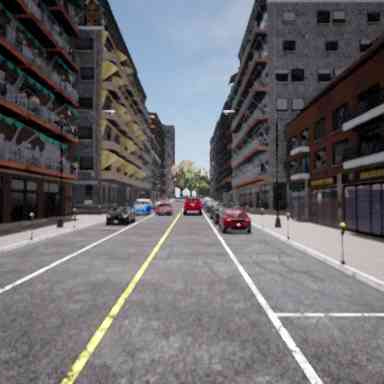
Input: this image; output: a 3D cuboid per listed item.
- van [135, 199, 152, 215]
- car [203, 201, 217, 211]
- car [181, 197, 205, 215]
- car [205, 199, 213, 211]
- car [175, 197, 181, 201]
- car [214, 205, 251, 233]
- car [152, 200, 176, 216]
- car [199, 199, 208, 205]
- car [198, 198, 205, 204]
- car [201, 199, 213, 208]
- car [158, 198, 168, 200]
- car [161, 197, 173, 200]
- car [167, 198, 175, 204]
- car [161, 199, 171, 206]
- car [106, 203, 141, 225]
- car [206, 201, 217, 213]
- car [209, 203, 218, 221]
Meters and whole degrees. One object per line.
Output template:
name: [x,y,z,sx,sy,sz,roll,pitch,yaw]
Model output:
van: [-5.677,1.746,38.504,1.690,1.788,3.998,1,-1,0]
car: [2.697,2.106,49.957,1.802,1.307,4.206,1,-1,0]
car: [0.106,1.649,40.859,2.150,2.045,5.566,0,-1,0]
car: [2.699,2.015,44.261,2.008,1.369,4.403,1,-1,0]
car: [-3.009,1.947,79.193,1.837,1.490,4.892,0,-1,0]
car: [2.701,1.771,21.477,1.887,1.381,4.507,1,-1,0]
car: [-3.099,1.922,37.709,1.812,1.442,4.674,0,-1,0]
car: [2.694,2.406,78.437,1.802,1.307,4.206,1,-1,0]
car: [2.693,2.549,95.526,1.887,1.381,4.507,1,-1,0]
car: [2.699,2.084,61.351,1.967,1.590,4.097,1,-1,0]
car: [-5.683,2.135,55.590,2.008,1.369,4.403,1,-1,0]
car: [-5.680,2.019,66.985,2.192,1.841,5.009,1,-1,0]
car: [-5.660,2.468,89.597,1.752,1.417,4.829,1,-1,0]
car: [-5.686,2.309,72.679,1.887,1.381,4.507,1,-1,0]
car: [-5.681,1.851,27.109,1.947,1.339,4.313,1,-1,0]
car: [2.699,1.911,32.869,1.947,1.339,4.313,1,-1,0]
car: [2.700,1.852,27.173,1.947,1.339,4.313,1,-1,0]
